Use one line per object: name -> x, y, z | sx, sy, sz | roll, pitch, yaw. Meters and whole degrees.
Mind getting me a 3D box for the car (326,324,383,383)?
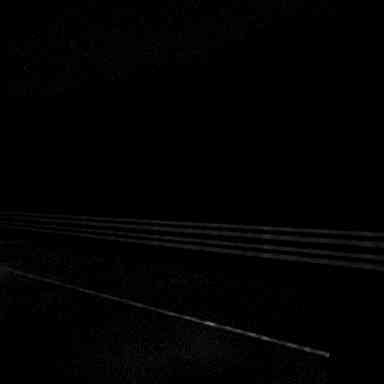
car -> 3.310, 1.474, 1.641 | 5.008, 1.535, 1.882 | 0, 0, 35
